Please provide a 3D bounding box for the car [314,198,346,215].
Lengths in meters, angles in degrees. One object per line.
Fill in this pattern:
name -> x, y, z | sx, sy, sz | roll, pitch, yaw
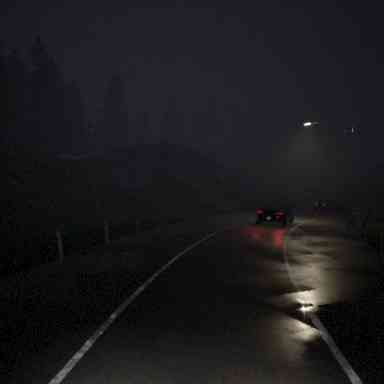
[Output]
car -> 15.213, 1.448, 36.430 | 2.097, 1.767, 4.553 | 5, 2, 42

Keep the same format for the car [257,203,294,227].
car -> 5.748, 1.451, 22.684 | 1.812, 1.442, 4.674 | 2, 1, 25
